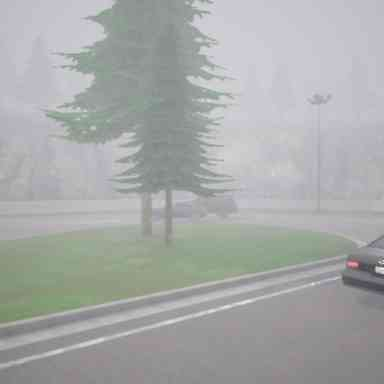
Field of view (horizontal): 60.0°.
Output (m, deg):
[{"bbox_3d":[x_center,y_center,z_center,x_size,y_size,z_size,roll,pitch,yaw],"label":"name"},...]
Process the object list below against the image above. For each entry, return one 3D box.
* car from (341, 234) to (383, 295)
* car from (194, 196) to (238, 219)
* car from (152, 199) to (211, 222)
[{"bbox_3d":[5.637,1.550,7.906,5.357,1.411,2.033,0,0,-38],"label":"car"},{"bbox_3d":[1.203,1.209,29.083,5.566,2.045,2.150,0,-1,6],"label":"car"},{"bbox_3d":[-1.323,1.477,25.290,4.902,1.511,2.128,0,-1,-5],"label":"car"}]
